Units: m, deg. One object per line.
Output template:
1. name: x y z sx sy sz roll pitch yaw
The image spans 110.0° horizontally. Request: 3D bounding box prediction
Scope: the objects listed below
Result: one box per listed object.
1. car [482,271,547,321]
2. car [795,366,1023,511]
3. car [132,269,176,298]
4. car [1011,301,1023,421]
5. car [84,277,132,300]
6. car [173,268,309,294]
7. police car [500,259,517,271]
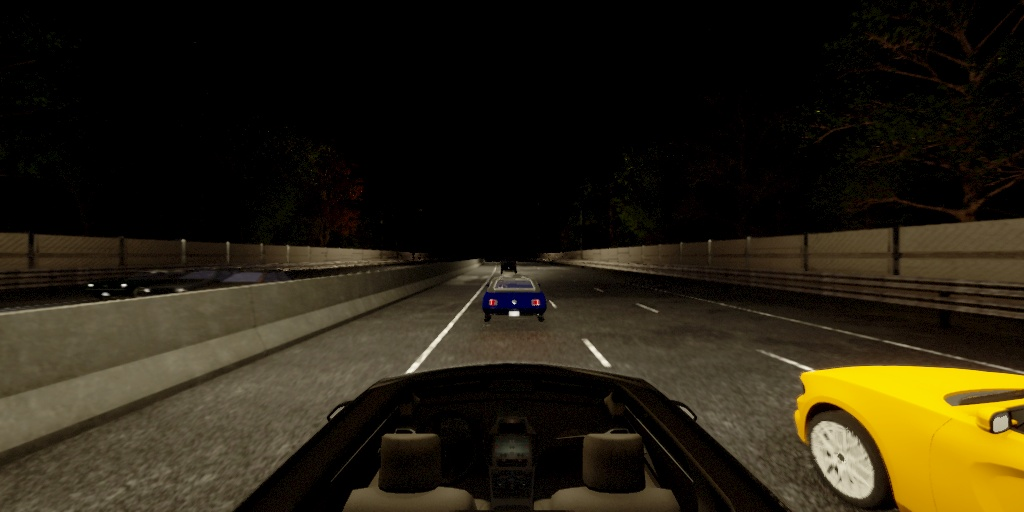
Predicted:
1. car: 0.056 1.355 12.422 1.895 1.301 4.718 0 0 0
2. car: 3.592 1.227 1.308 1.882 1.535 5.008 0 0 0
3. car: -14.179 1.305 17.106 2.033 1.411 5.357 0 0 -1
4. car: 7.092 1.274 2.109 1.812 1.442 4.674 0 0 0
5. car: -17.687 1.359 17.794 1.895 1.301 4.718 0 0 -1
6. car: -10.662 1.304 15.113 2.033 1.411 5.357 0 0 0
7. police car: -0.432 1.191 44.145 1.930 1.638 5.238 0 0 -1
